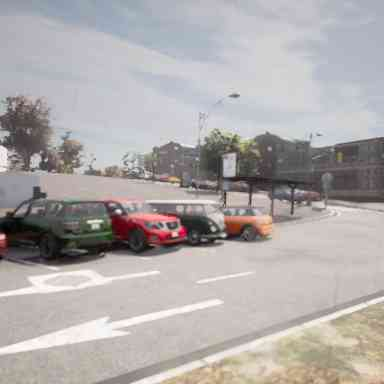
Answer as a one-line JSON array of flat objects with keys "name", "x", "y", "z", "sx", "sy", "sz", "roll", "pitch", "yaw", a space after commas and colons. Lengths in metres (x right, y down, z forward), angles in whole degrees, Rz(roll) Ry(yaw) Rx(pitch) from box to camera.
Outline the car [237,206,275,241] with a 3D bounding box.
[{"name": "car", "x": 2.007, "y": 1.523, "z": 17.814, "sx": 4.553, "sy": 1.767, "sz": 2.185, "roll": -1, "pitch": -1, "yaw": 35}]

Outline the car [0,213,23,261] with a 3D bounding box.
[{"name": "car", "x": -7.860, "y": 1.525, "z": 10.899, "sx": 4.674, "sy": 1.452, "sz": 2.002, "roll": -1, "pitch": -1, "yaw": 35}]

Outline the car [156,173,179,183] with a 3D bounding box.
[{"name": "car", "x": -5.742, "y": -3.252, "z": 78.290, "sx": 2.435, "sy": 2.045, "sz": 5.566, "roll": 8, "pitch": 3, "yaw": 34}]

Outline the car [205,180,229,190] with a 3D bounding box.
[{"name": "car", "x": 4.816, "y": -1.358, "z": 63.759, "sx": 1.946, "sy": 1.575, "sz": 5.366, "roll": 7, "pitch": 3, "yaw": 35}]

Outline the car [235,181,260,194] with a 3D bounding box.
[{"name": "car", "x": 9.895, "y": -0.538, "z": 56.205, "sx": 2.231, "sy": 1.521, "sz": 4.892, "roll": 7, "pitch": 3, "yaw": 35}]

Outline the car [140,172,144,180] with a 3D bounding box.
[{"name": "car", "x": -11.055, "y": -3.919, "z": 85.561, "sx": 2.435, "sy": 2.045, "sz": 5.566, "roll": 2, "pitch": -2, "yaw": 34}]

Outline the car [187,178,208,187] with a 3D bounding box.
[{"name": "car", "x": 1.232, "y": -1.866, "z": 68.534, "sx": 2.002, "sy": 1.452, "sz": 4.674, "roll": 7, "pitch": 3, "yaw": 35}]

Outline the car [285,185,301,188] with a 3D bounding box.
[{"name": "car", "x": 15.124, "y": 0.030, "z": 48.833, "sx": 2.435, "sy": 2.045, "sz": 5.566, "roll": 7, "pitch": 3, "yaw": 35}]

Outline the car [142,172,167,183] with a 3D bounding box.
[{"name": "car", "x": -7.267, "y": -2.599, "z": 64.947, "sx": 1.994, "sy": 1.385, "sz": 4.181, "roll": 3, "pitch": 3, "yaw": -36}]

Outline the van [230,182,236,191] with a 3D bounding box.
[{"name": "van", "x": 8.133, "y": -1.039, "z": 58.565, "sx": 1.878, "sy": 1.987, "sz": 4.442, "roll": 8, "pitch": 3, "yaw": 35}]

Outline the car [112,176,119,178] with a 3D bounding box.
[{"name": "car", "x": -21.307, "y": -3.721, "z": 92.728, "sx": 1.812, "sy": 1.442, "sz": 4.674, "roll": 2, "pitch": -3, "yaw": -15}]

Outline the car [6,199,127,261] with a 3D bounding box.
[{"name": "car", "x": -5.435, "y": 1.275, "z": 12.666, "sx": 5.566, "sy": 2.045, "sz": 2.435, "roll": -1, "pitch": -1, "yaw": 35}]

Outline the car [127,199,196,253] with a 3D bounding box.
[{"name": "car", "x": -2.927, "y": 1.316, "z": 14.379, "sx": 5.566, "sy": 2.045, "sz": 2.435, "roll": -1, "pitch": -2, "yaw": 35}]

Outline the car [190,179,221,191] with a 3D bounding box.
[{"name": "car", "x": 2.178, "y": -0.926, "z": 51.629, "sx": 2.033, "sy": 1.411, "sz": 5.357, "roll": 3, "pitch": 4, "yaw": -36}]

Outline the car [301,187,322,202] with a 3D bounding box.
[{"name": "car", "x": 16.817, "y": 0.593, "z": 46.362, "sx": 2.002, "sy": 1.452, "sz": 4.674, "roll": 7, "pitch": 3, "yaw": 35}]

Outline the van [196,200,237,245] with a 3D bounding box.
[{"name": "van", "x": -0.395, "y": 1.381, "z": 16.057, "sx": 4.442, "sy": 1.987, "sz": 1.878, "roll": -1, "pitch": -2, "yaw": 35}]

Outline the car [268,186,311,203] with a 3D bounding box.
[{"name": "car", "x": 11.067, "y": 0.442, "z": 39.259, "sx": 1.812, "sy": 1.442, "sz": 4.674, "roll": 3, "pitch": 4, "yaw": -36}]

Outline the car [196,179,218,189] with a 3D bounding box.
[{"name": "car", "x": 2.979, "y": -1.592, "z": 66.076, "sx": 2.002, "sy": 1.452, "sz": 4.674, "roll": 8, "pitch": 3, "yaw": 35}]

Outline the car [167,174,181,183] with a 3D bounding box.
[{"name": "car", "x": -3.889, "y": -2.726, "z": 76.033, "sx": 1.946, "sy": 1.575, "sz": 5.366, "roll": 7, "pitch": 3, "yaw": 34}]

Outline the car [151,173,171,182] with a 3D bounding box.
[{"name": "car", "x": -7.543, "y": -3.405, "z": 80.752, "sx": 2.185, "sy": 1.767, "sz": 4.553, "roll": 6, "pitch": 2, "yaw": 34}]
